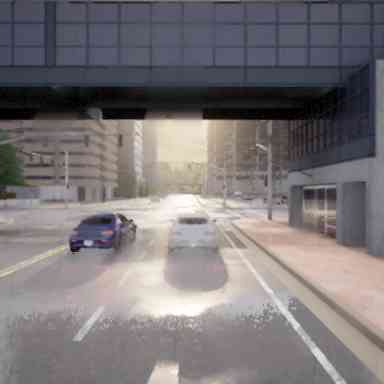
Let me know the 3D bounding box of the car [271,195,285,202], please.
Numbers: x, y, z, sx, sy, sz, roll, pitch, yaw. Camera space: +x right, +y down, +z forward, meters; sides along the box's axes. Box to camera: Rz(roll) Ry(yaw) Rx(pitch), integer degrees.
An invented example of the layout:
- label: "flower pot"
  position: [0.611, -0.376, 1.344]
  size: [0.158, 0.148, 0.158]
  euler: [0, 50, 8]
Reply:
- label: "car"
  position: [18.702, 1.406, 72.580]
  size: [1.970, 1.475, 3.806]
  euler: [0, 0, 0]

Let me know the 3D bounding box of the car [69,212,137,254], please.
- label: "car"
  position: [-3.443, 1.528, 13.435]
  size: [1.812, 1.442, 4.674]
  euler: [0, 0, 0]

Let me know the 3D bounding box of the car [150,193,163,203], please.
- label: "car"
  position: [-8.007, 1.537, 72.351]
  size: [1.812, 1.442, 4.674]
  euler: [0, 0, 0]

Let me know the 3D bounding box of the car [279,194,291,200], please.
- label: "car"
  position: [24.427, 1.409, 87.698]
  size: [1.970, 1.475, 3.806]
  euler: [0, 0, 0]

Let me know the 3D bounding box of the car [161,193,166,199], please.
- label: "car"
  position: [-8.107, 1.225, 88.014]
  size: [2.150, 2.045, 5.566]
  euler: [0, 0, 0]

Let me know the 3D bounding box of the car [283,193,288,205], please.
- label: "car"
  position: [16.047, 1.164, 55.105]
  size: [1.905, 1.878, 3.866]
  euler: [0, 0, 0]

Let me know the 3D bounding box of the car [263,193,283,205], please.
- label: "car"
  position: [13.153, 1.162, 55.151]
  size: [1.932, 1.855, 4.605]
  euler: [0, 0, 0]

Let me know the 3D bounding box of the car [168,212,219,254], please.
- label: "car"
  position: [0.057, 1.528, 13.434]
  size: [1.812, 1.442, 4.674]
  euler: [0, 0, 0]
